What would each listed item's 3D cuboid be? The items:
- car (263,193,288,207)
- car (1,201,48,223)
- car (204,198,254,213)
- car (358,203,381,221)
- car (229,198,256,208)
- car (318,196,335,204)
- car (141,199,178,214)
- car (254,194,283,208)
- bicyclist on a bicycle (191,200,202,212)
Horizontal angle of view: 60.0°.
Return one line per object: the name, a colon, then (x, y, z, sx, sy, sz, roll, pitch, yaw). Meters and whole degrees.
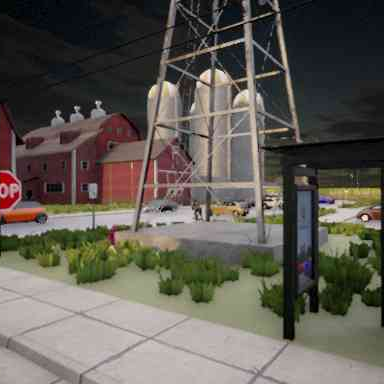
car: (13.769, 1.276, 54.457, 2.150, 2.045, 5.566, 0, 0, 35)
car: (-12.391, 1.415, 22.797, 2.097, 1.767, 4.553, 0, 0, 35)
car: (3.190, 1.547, 31.030, 4.193, 1.474, 1.816, 0, 0, 35)
car: (14.428, 1.527, 24.654, 3.905, 1.438, 1.784, 0, 0, 35)
car: (8.035, 1.618, 52.298, 2.033, 1.411, 5.357, 0, 0, 35)
car: (24.270, 1.524, 62.277, 4.611, 1.667, 2.242, 0, 0, 35)
car: (-3.481, 1.554, 35.738, 2.128, 1.511, 4.902, 0, 0, 35)
car: (10.431, 1.356, 42.417, 3.866, 1.878, 1.905, 0, 0, 35)
bicyclist on a bicycle: (0.302, 1.334, 22.174, 0.582, 1.620, 1.656, 0, 0, -21)
